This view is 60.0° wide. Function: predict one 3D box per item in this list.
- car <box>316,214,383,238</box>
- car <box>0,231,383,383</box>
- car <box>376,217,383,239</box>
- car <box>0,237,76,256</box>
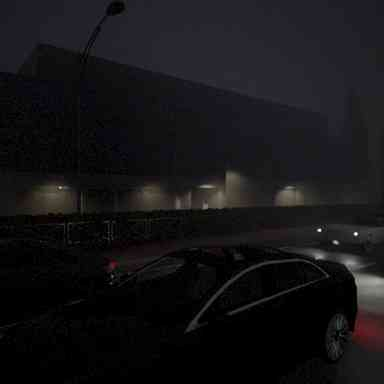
[{"bbox_3d":[7.201,1.601,13.935,4.718,1.301,1.895,0,0,-37],"label":"car"},{"bbox_3d":[0.257,1.492,4.172,4.902,1.511,2.128,0,0,-39],"label":"car"},{"bbox_3d":[7.605,1.505,9.842,4.892,1.490,1.837,0,0,-37],"label":"car"},{"bbox_3d":[-3.513,1.565,5.996,4.181,1.385,1.994,0,0,-34],"label":"car"}]
